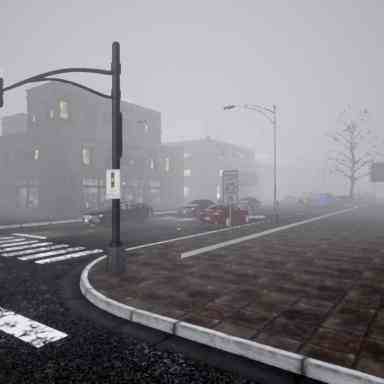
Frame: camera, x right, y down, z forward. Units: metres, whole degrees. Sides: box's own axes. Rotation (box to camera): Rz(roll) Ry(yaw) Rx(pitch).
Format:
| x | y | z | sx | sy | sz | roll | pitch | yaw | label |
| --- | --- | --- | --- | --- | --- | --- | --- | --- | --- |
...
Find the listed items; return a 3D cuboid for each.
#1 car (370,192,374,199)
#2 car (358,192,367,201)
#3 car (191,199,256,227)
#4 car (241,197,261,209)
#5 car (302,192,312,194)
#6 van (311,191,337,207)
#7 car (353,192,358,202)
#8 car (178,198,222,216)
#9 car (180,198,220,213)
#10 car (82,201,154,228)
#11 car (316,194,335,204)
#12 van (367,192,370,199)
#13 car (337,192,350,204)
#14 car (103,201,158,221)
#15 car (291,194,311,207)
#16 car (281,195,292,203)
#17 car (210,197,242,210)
| x | y | z | sx | sy | sz | roll | pitch | yaw | label |
| --- | --- | --- | --- | --- | --- | --- | --- | --- | --- |
| 39.158 | 0.973 | 75.040 | 1.887 | 1.381 | 4.507 | 0 | 1 | 35 | car |
| 32.882 | 0.939 | 65.942 | 1.967 | 1.590 | 4.097 | 0 | 1 | 35 | car |
| 2.175 | 1.403 | 21.436 | 1.887 | 1.381 | 4.507 | 0 | 1 | 35 | car |
| 6.264 | 1.287 | 37.556 | 1.812 | 1.442 | 4.674 | 0 | 0 | 35 | car |
| 22.845 | 0.862 | 66.152 | 2.192 | 1.841 | 5.009 | 0 | 1 | 35 | car |
| 17.191 | 1.021 | 43.198 | 1.690 | 1.788 | 3.998 | 0 | 1 | 35 | van |
| 26.605 | 1.116 | 56.846 | 1.887 | 1.381 | 4.507 | 0 | 1 | 35 | car |
| 0.701 | 1.353 | 29.499 | 1.812 | 1.442 | 4.674 | 0 | 0 | 35 | car |
| 0.878 | 1.355 | 34.314 | 2.008 | 1.369 | 4.403 | 0 | 1 | 35 | car |
| -4.801 | 1.384 | 21.531 | 2.128 | 1.511 | 4.902 | 0 | 0 | 35 | car |
| 22.147 | 1.079 | 54.971 | 1.882 | 1.535 | 5.008 | 0 | 0 | 34 | car |
| 36.020 | 0.805 | 70.490 | 1.690 | 1.788 | 3.998 | 0 | 1 | 35 | van |
| 23.467 | 1.173 | 52.297 | 1.947 | 1.339 | 4.313 | 0 | 1 | 35 | car |
| -4.723 | 1.452 | 26.195 | 1.802 | 1.307 | 4.206 | 0 | 1 | 35 | car |
| 15.572 | 1.279 | 45.428 | 1.895 | 1.301 | 4.718 | 0 | 0 | 35 | car |
| 16.569 | 1.201 | 57.056 | 1.802 | 1.307 | 4.206 | 0 | 1 | 35 | car |
| 4.016 | 1.333 | 38.862 | 1.947 | 1.339 | 4.313 | 0 | 1 | 35 | car |
